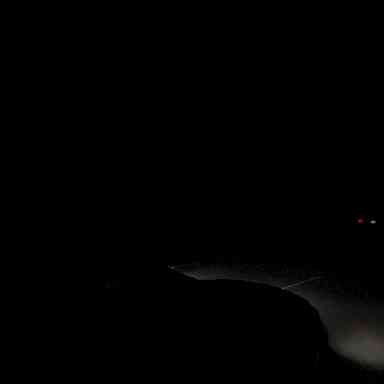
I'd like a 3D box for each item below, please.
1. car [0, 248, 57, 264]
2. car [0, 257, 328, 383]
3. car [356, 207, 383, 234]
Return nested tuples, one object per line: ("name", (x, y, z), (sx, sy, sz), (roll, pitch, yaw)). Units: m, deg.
("car", (-3.689, 1.564, 5.538), (4.181, 1.385, 1.994), (0, 0, -36))
("car", (-0.476, 1.526, 3.565), (4.674, 1.442, 1.812), (0, 0, -37))
("car", (10.696, 1.547, 18.424), (2.033, 1.411, 5.357), (0, 0, 42))
